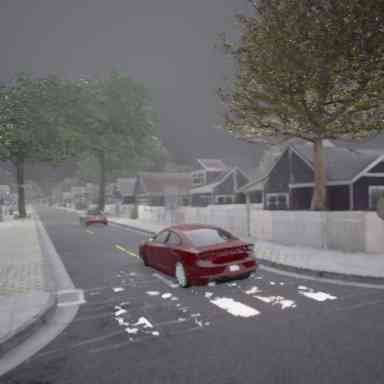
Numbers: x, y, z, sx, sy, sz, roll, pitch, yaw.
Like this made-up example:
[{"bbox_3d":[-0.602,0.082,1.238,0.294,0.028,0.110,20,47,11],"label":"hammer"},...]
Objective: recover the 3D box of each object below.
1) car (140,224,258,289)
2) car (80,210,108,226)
[{"bbox_3d":[-0.104,1.702,10.005,1.882,1.535,5.008,-4,0,-26],"label":"car"},{"bbox_3d":[-9.142,2.346,30.778,1.994,1.385,4.181,0,-1,-26],"label":"car"}]
